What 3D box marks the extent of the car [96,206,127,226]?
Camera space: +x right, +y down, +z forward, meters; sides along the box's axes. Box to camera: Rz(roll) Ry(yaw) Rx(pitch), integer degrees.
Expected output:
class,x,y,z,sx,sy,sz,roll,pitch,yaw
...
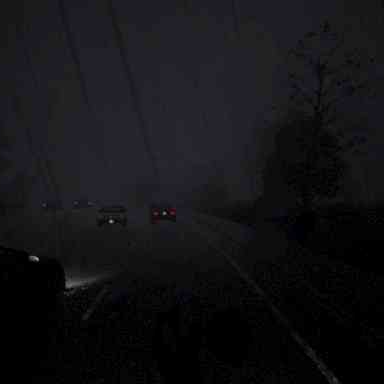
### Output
class,x,y,z,sx,sy,sz,roll,pitch,yaw
car,-5.528,1.596,23.461,1.895,1.301,4.718,0,0,-9

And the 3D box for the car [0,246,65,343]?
class,x,y,z,sx,sy,sz,roll,pitch,yaw
car,-3.651,1.567,5.475,1.994,1.385,4.181,0,0,-2

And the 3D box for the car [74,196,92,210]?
class,x,y,z,sx,sy,sz,roll,pitch,yaw
car,-14.029,1.339,42.949,2.097,1.767,4.553,0,0,-18

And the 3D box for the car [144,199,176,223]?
class,x,y,z,sx,sy,sz,roll,pitch,yaw
car,-2.370,1.540,25.795,2.033,1.411,5.357,0,0,-10

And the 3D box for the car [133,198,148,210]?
class,x,y,z,sx,sy,sz,roll,pitch,yaw
car,-6.319,1.481,42.260,2.128,1.511,4.902,0,0,-16

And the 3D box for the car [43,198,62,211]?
class,x,y,z,sx,sy,sz,roll,pitch,yaw
car,-16.981,1.514,40.700,1.812,1.442,4.674,0,0,-17
